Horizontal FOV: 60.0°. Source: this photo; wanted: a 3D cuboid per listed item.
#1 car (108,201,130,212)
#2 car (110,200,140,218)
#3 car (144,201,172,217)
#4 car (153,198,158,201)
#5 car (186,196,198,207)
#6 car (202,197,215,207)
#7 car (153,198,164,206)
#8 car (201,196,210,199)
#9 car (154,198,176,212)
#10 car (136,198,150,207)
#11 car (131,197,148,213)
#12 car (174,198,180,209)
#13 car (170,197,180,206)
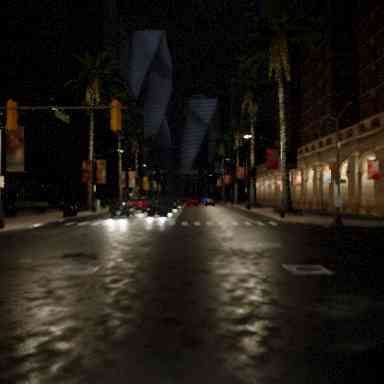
[{"bbox_3d":[-10.180,1.998,46.855,2.161,1.482,4.786,0,-1,-1],"label":"car"},{"bbox_3d":[-7.090,1.849,34.529,2.128,1.511,4.902,0,-1,0],"label":"car"},{"bbox_3d":[-3.590,1.934,35.670,1.994,1.385,4.181,0,-1,0],"label":"car"},{"bbox_3d":[-7.004,2.117,55.112,2.033,1.411,5.357,0,-1,1],"label":"car"},{"bbox_3d":[0.027,1.903,65.791,2.150,2.045,5.566,0,-1,-1],"label":"car"},{"bbox_3d":[3.523,2.179,66.155,2.128,1.511,4.902,0,-1,-1],"label":"car"},{"bbox_3d":[-7.020,2.118,70.183,1.882,1.535,5.008,0,-1,-1],"label":"car"},{"bbox_3d":[3.417,2.007,76.237,2.150,2.045,5.566,0,-1,-1],"label":"car"},{"bbox_3d":[-3.574,1.964,44.378,1.837,1.490,4.892,0,0,0],"label":"car"},{"bbox_3d":[-10.104,2.066,68.786,2.185,1.767,4.553,0,-1,-1],"label":"car"},{"bbox_3d":[-7.076,1.677,43.991,2.150,2.045,5.566,0,-1,0],"label":"car"},{"bbox_3d":[-3.507,1.920,54.781,2.097,1.767,4.553,0,-1,1],"label":"car"},{"bbox_3d":[-3.512,2.003,69.515,2.097,1.767,4.553,0,-1,-1],"label":"car"}]
